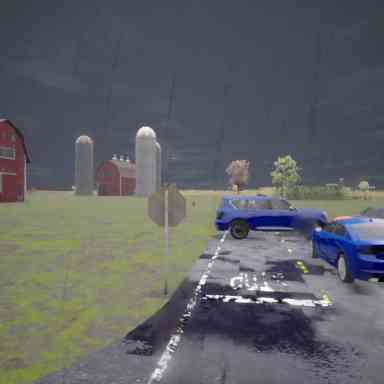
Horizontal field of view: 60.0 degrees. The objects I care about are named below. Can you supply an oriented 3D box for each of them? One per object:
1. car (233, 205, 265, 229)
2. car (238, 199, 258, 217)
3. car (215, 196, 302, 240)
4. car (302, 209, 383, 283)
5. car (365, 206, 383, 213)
[{"bbox_3d":[3.863,1.601,22.685,1.895,1.301,4.718,0,0,9],"label":"car"},{"bbox_3d":[5.527,1.502,32.991,1.837,1.490,4.892,0,0,9],"label":"car"},{"bbox_3d":[3.903,1.219,16.469,5.566,2.045,2.150,0,0,7],"label":"car"},{"bbox_3d":[4.797,1.481,9.580,1.882,1.535,5.008,0,0,6],"label":"car"},{"bbox_3d":[8.302,1.369,14.506,2.097,1.767,4.553,0,0,-30],"label":"car"}]
